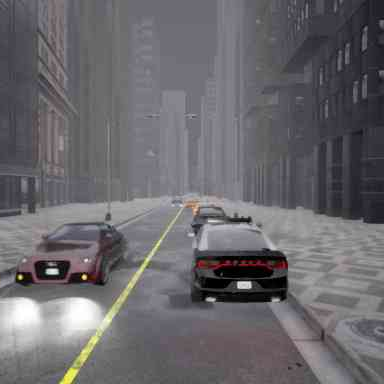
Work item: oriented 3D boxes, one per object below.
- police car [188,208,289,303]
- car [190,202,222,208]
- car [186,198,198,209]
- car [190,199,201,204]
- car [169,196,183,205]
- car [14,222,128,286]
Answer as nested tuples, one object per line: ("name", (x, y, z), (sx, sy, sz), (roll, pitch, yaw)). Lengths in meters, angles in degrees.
("police car", (0.927, 1.426, 8.411), (1.930, 1.638, 5.238), (0, 0, 0))
("car", (0.962, 1.514, 18.302), (1.837, 1.490, 4.892), (0, 0, 0))
("car", (0.189, 1.529, 47.070), (1.882, 1.535, 5.008), (0, 0, 1))
("car", (0.984, 1.495, 24.303), (1.882, 1.535, 5.008), (0, 0, 0))
("car", (-2.781, 1.557, 62.555), (1.882, 1.535, 5.008), (0, 0, 0))
("car", (-3.071, 1.565, 9.304), (1.994, 1.385, 4.181), (0, 0, 0))
